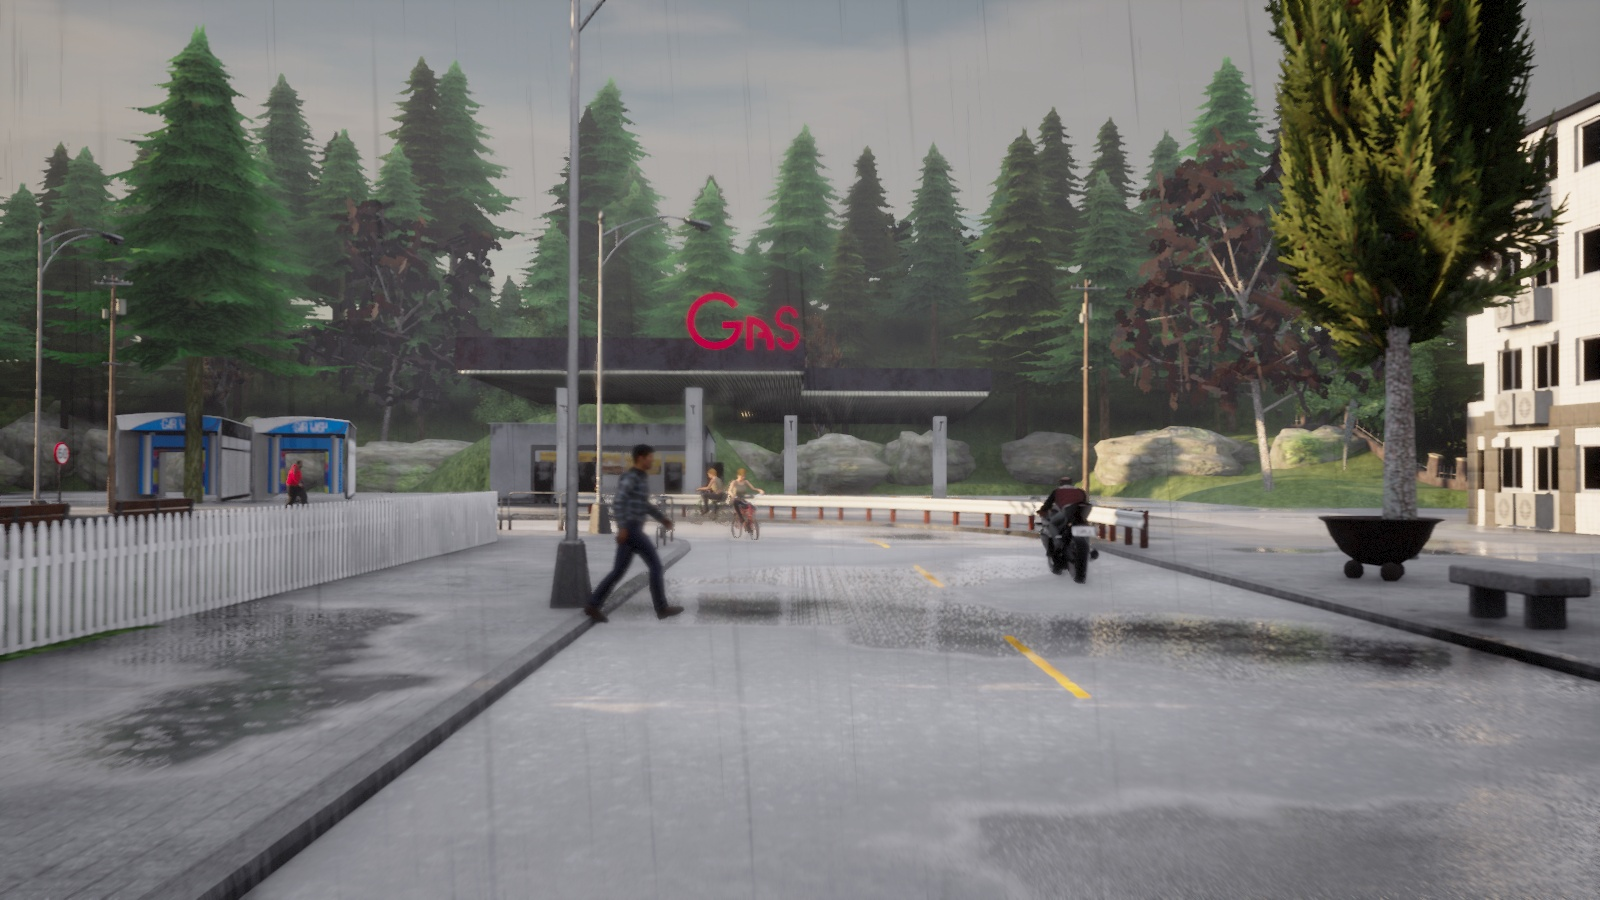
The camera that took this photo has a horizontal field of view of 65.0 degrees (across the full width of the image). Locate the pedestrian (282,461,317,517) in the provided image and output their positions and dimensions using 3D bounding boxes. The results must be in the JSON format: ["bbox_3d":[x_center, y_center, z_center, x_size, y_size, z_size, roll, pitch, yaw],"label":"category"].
[{"bbox_3d":[-16.547,1.286,41.541,0.899,1.844,0.634,0,-1,4],"label":"pedestrian"}]

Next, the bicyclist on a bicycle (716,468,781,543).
[{"bbox_3d":[-1.175,1.231,28.324,0.866,1.612,1.509,-3,0,-26],"label":"bicyclist on a bicycle"}]

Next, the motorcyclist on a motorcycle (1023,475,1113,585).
[{"bbox_3d":[3.957,1.147,18.735,0.866,1.530,2.191,0,-1,0],"label":"motorcyclist on a motorcycle"}]

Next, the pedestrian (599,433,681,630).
[{"bbox_3d":[-1.611,0.813,12.712,0.788,1.949,0.423,0,-1,-4],"label":"pedestrian"}]

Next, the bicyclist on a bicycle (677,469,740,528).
[{"bbox_3d":[-2.578,1.357,35.419,1.509,1.612,0.866,-1,1,29],"label":"bicyclist on a bicycle"}]
